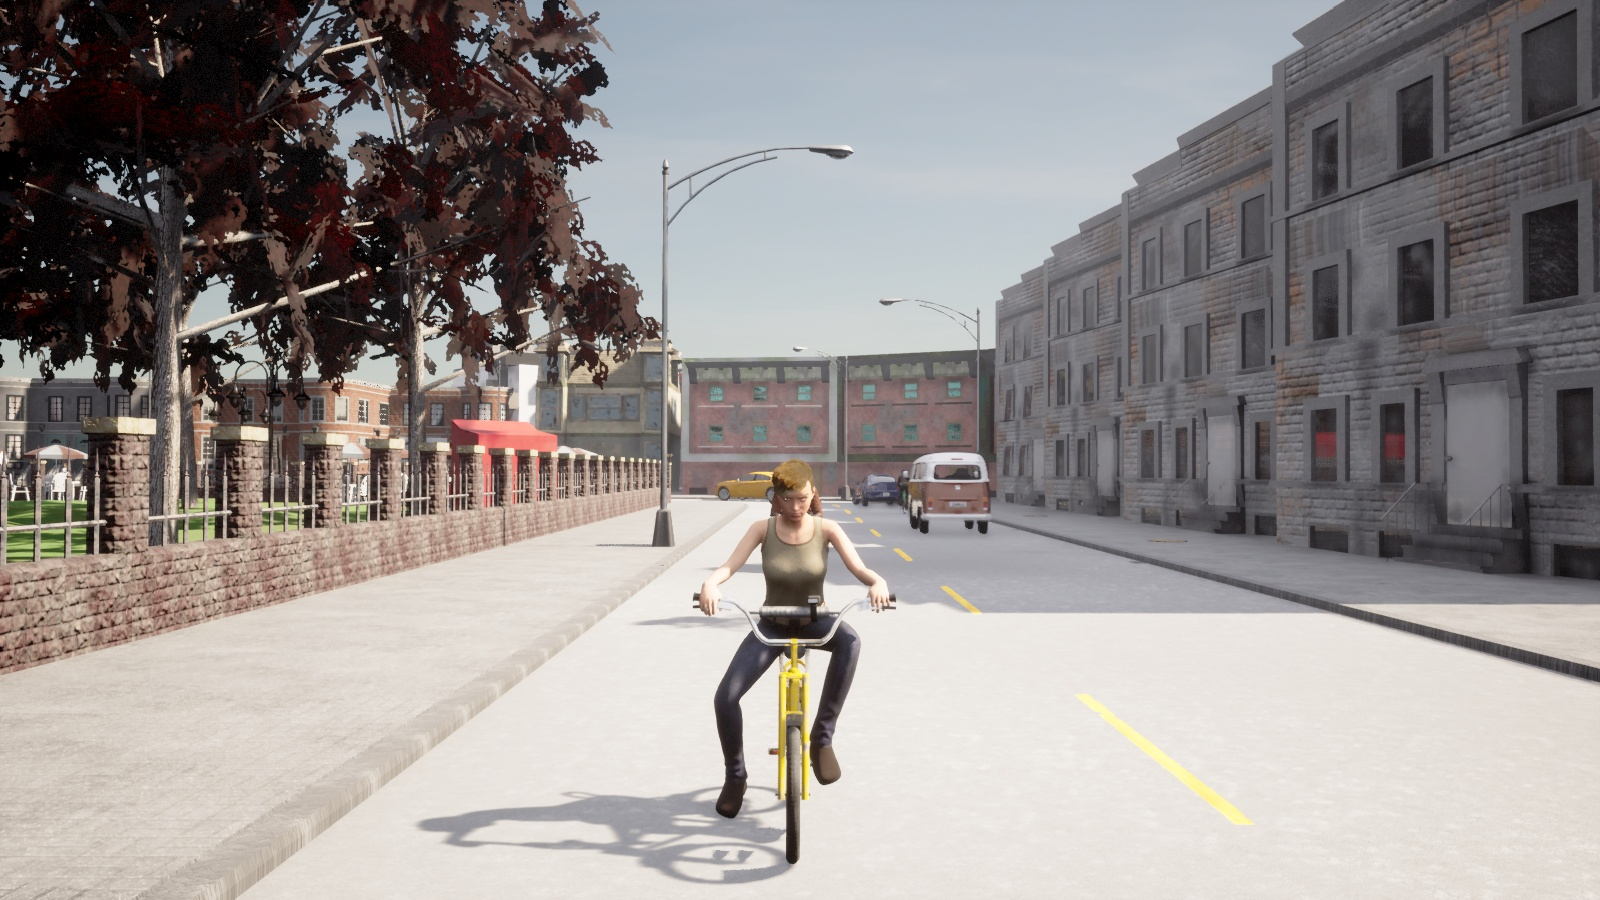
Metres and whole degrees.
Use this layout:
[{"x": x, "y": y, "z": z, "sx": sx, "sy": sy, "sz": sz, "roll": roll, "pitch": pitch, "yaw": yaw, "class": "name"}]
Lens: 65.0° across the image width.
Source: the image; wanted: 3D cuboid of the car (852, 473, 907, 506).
[{"x": 3.589, "y": 1.788, "z": 57.350, "sx": 1.812, "sy": 1.442, "sz": 4.674, "roll": 0, "pitch": -1, "yaw": -5, "class": "car"}]

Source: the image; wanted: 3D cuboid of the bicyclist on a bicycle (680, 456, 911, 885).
[{"x": -0.018, "y": 0.843, "z": 5.501, "sx": 0.866, "sy": 1.612, "sz": 1.509, "roll": 0, "pitch": -1, "yaw": 0, "class": "bicyclist on a bicycle"}]

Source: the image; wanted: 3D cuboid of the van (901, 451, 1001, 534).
[{"x": 3.878, "y": 1.077, "z": 33.087, "sx": 2.069, "sy": 2.038, "sz": 4.480, "roll": 0, "pitch": -1, "yaw": 0, "class": "van"}]

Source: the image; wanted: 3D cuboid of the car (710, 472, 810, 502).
[{"x": -2.115, "y": 1.895, "z": 65.215, "sx": 5.008, "sy": 1.535, "sz": 1.882, "roll": -1, "pitch": -1, "yaw": 33, "class": "car"}]

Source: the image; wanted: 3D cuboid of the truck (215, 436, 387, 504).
[{"x": -26.305, "y": 1.051, "z": 66.468, "sx": 7.936, "sy": 3.462, "sz": 2.891, "roll": 0, "pitch": -1, "yaw": 0, "class": "truck"}]
